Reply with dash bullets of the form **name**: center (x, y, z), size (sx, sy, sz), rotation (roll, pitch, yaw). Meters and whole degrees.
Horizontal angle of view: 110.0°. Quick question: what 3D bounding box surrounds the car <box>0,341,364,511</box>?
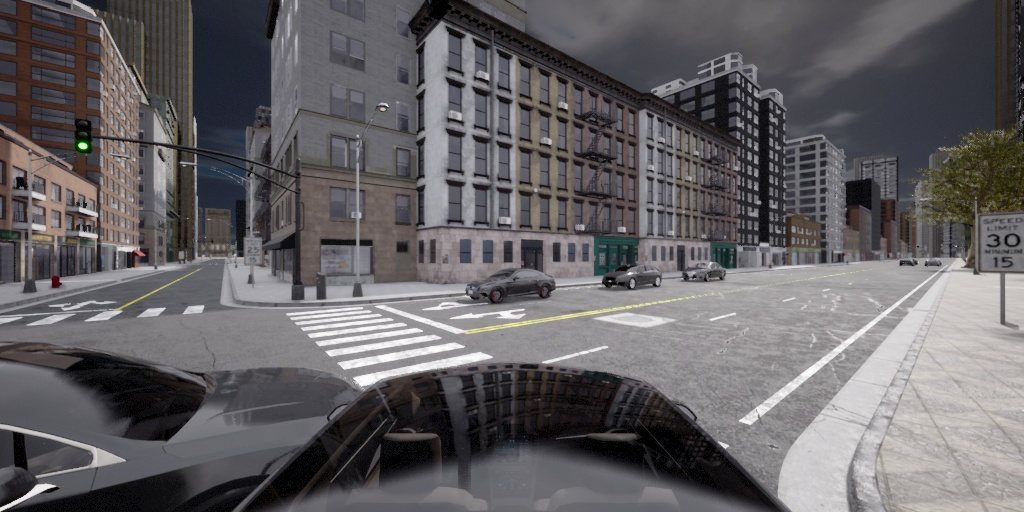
- **car**: center (-3.214, 1.257, 1.843), size (4.892, 1.490, 1.837), rotation (0, 0, -34)

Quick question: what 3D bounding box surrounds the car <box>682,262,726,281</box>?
- **car**: center (15.805, 1.234, 29.417), size (4.902, 1.511, 2.128), rotation (0, 0, -39)

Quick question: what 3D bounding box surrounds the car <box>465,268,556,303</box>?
- **car**: center (0.042, 1.286, 16.799), size (4.674, 1.442, 1.812), rotation (0, 0, -39)

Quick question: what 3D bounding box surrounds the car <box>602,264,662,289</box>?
- **car**: center (7.764, 1.257, 22.986), size (4.892, 1.490, 1.837), rotation (0, 0, -39)
